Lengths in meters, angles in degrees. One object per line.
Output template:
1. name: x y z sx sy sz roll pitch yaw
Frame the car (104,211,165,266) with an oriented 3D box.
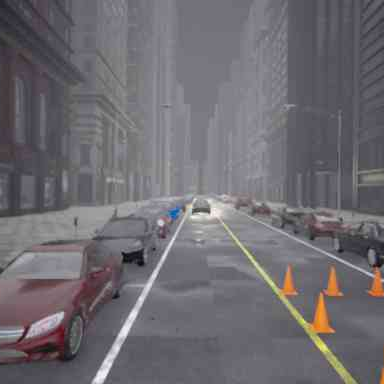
1. car: -2.225 1.550 11.502 1.947 1.339 4.313 1 0 1

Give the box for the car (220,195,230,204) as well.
1. car: 7.338 1.694 67.884 1.752 1.417 4.829 0 0 1

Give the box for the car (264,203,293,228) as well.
1. car: 6.506 1.641 22.632 2.008 1.369 4.403 0 0 1

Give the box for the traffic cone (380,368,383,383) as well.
1. traffic cone: 2.114 1.981 3.549 0.340 0.580 0.340 1 0 1

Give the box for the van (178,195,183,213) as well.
1. van: -1.912 1.346 28.409 1.690 1.788 3.998 0 0 1

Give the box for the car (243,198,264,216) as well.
1. car: 6.713 1.651 33.902 1.887 1.381 4.507 0 0 1

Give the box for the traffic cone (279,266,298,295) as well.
1. traffic cone: 2.188 1.984 7.549 0.340 0.580 0.340 1 0 1

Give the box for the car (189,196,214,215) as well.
1. car: 0.958 1.521 34.178 1.882 1.535 5.008 1 0 1

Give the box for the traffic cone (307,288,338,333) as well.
1. traffic cone: 2.151 1.982 5.549 0.340 0.580 0.340 1 0 1

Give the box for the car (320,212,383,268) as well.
1. car: 6.299 1.628 11.361 2.008 1.369 4.403 0 0 1

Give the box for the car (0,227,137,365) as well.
1. car: -2.328 1.560 5.866 1.802 1.307 4.206 1 0 1

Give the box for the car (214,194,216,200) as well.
1. car: 7.753 1.745 90.425 1.752 1.417 4.829 0 0 1

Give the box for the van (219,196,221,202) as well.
1. van: 7.440 1.522 73.349 1.690 1.788 3.998 0 0 1

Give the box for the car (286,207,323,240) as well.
1. car: 6.402 1.665 16.997 1.802 1.307 4.206 0 0 1

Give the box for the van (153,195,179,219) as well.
1. van: -2.015 1.338 22.773 1.690 1.788 3.998 0 0 1

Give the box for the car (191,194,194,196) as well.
1. car: -1.085 1.654 73.493 1.947 1.339 4.313 0 0 1

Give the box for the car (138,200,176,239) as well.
1. car: -2.120 1.430 17.138 1.967 1.590 4.097 0 0 1

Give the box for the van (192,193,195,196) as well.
1. van: -0.876 1.455 84.765 1.690 1.788 3.998 0 0 1

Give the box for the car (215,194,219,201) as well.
1. car: 7.647 1.647 84.620 1.967 1.590 4.097 0 0 1

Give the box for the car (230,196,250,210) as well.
1. car: 6.923 1.439 45.173 2.192 1.841 5.009 0 0 1

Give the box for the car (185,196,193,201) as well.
1. car: -0.774 1.692 90.401 1.947 1.339 4.313 0 0 1

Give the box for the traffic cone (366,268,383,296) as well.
1. traffic cone: 4.187 2.006 7.511 0.340 0.580 0.340 1 0 1

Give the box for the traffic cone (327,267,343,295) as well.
1. traffic cone: 3.188 1.995 7.530 0.340 0.580 0.340 1 0 1

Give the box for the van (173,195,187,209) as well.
1. van: -1.601 1.372 45.315 1.690 1.788 3.998 0 0 1

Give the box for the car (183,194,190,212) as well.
1. car: -1.704 1.336 39.679 2.192 1.841 5.009 0 0 1

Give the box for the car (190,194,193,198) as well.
1. car: -1.292 1.608 62.222 1.887 1.381 4.507 0 0 1
